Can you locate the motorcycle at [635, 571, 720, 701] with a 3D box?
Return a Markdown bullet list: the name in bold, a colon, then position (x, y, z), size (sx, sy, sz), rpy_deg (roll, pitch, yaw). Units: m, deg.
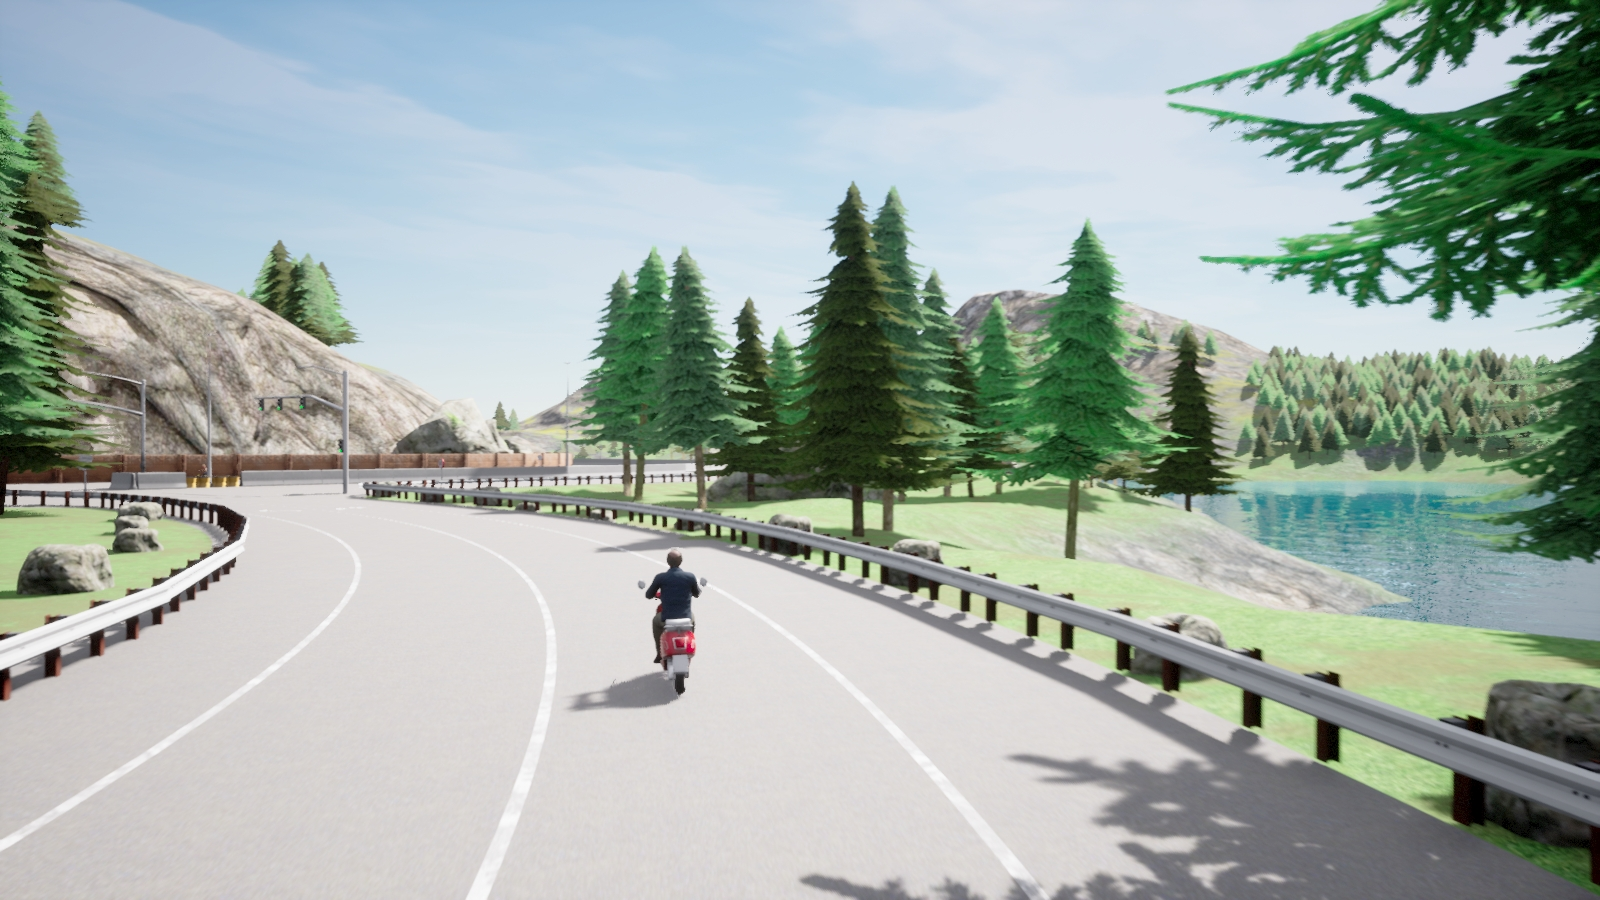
- **motorcycle**: position (-1.505, 2.183, 13.731), size (0.856, 1.236, 1.805), rpy_deg (-1, 0, -11)
